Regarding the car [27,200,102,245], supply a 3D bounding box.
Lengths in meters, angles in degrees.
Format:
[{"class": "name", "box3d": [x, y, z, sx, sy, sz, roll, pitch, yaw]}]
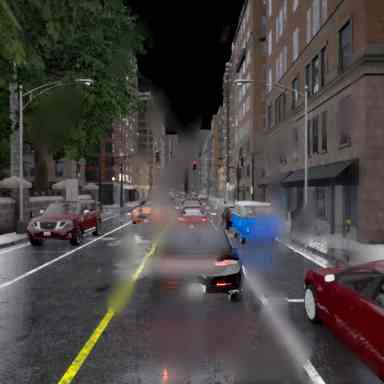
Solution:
[{"class": "car", "box3d": [-5.680, 1.310, 15.541, 2.192, 1.841, 5.009, 0, 0, 0]}]

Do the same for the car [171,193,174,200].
[{"class": "car", "box3d": [-5.721, 1.491, 75.582, 1.887, 1.381, 4.507, 0, 0, 0]}]

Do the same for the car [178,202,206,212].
[{"class": "car", "box3d": [0.091, 1.519, 18.536, 1.812, 1.442, 4.674, 0, 0, 0]}]

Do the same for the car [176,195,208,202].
[{"class": "car", "box3d": [0.029, 1.338, 27.493, 2.097, 1.767, 4.553, 0, 0, 2]}]

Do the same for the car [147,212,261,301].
[{"class": "car", "box3d": [0.094, 1.490, 8.274, 2.128, 1.511, 4.902, 0, 0, 0]}]

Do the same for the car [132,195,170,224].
[{"class": "car", "box3d": [-3.032, 1.340, 24.367, 2.097, 1.767, 4.553, 0, 0, 0]}]

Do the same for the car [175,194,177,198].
[{"class": "car", "box3d": [-5.728, 1.496, 86.483, 2.008, 1.369, 4.403, 0, 0, 0]}]

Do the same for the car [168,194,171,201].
[{"class": "car", "box3d": [-5.713, 1.502, 64.680, 2.008, 1.369, 4.403, 0, 0, 0]}]

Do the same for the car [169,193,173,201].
[{"class": "car", "box3d": [-5.717, 1.493, 70.131, 1.887, 1.381, 4.507, 0, 0, 0]}]

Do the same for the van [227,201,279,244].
[{"class": "van", "box3d": [2.845, 1.336, 15.586, 1.690, 1.788, 3.998, 0, 0, 0]}]

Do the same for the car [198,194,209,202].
[{"class": "car", "box3d": [2.803, 1.387, 75.624, 1.967, 1.590, 4.097, 0, 0, 0]}]

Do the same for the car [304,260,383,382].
[{"class": "car", "box3d": [2.852, 1.544, 4.266, 1.887, 1.381, 4.507, 0, 0, 0]}]

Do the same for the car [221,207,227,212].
[{"class": "car", "box3d": [2.841, 1.557, 21.247, 1.947, 1.339, 4.313, 0, 0, 0]}]
